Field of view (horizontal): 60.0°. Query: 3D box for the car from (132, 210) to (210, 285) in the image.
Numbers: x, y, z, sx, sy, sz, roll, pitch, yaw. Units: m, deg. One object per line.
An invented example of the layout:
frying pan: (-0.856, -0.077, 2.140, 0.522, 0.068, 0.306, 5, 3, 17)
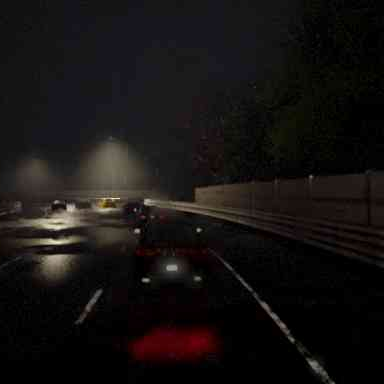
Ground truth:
car: (-0.691, 1.535, 9.814, 1.882, 1.535, 5.008, 0, 0, -6)

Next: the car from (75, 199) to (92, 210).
car: (-16.149, 1.796, 49.274, 2.128, 1.511, 4.902, 0, 0, -27)

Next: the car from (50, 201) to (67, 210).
car: (-18.952, 1.897, 47.141, 1.895, 1.301, 4.718, 0, 0, -27)

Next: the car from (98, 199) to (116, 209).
car: (-13.124, 1.788, 51.058, 1.882, 1.535, 5.008, 0, 0, -27)

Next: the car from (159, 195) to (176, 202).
car: (-5.968, 1.700, 81.578, 2.150, 2.045, 5.566, 0, 0, 32)

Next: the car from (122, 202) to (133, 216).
car: (-6.486, 1.781, 36.255, 1.994, 1.385, 4.181, 0, 0, -17)

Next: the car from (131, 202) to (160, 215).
car: (-3.121, 1.690, 24.131, 2.033, 1.411, 5.357, 0, 0, -13)
